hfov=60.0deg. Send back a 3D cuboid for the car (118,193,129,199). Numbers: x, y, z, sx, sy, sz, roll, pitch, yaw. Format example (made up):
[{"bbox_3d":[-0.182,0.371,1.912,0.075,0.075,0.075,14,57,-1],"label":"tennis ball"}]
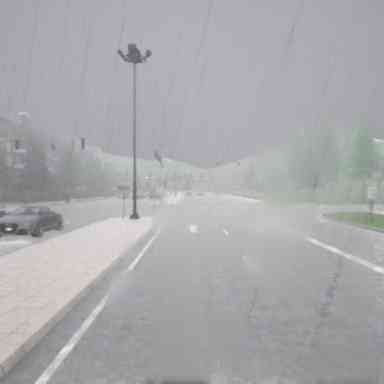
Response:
[{"bbox_3d":[-15.344,0.868,74.328,2.128,1.511,4.902,0,1,-1],"label":"car"}]

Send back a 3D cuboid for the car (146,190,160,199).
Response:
[{"bbox_3d":[-8.345,0.567,74.402,2.150,2.045,5.566,0,1,-1],"label":"car"}]

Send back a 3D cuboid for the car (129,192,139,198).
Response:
[{"bbox_3d":[-15.585,0.683,89.892,1.882,1.535,5.008,0,1,-1],"label":"car"}]

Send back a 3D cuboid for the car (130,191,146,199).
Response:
[{"bbox_3d":[-11.845,0.697,74.409,2.097,1.767,4.553,0,1,-1],"label":"car"}]

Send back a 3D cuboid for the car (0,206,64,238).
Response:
[{"bbox_3d":[-8.011,1.418,16.533,1.994,1.385,4.181,0,0,0],"label":"car"}]

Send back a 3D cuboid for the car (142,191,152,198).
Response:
[{"bbox_3d":[-12.086,0.559,89.974,2.097,1.767,4.553,0,1,-1],"label":"car"}]
